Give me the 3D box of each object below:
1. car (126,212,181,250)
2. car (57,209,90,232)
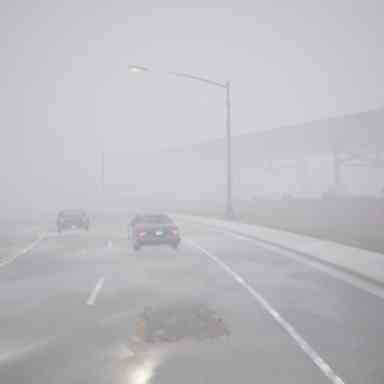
[{"bbox_3d":[-1.840,1.600,14.827,2.033,1.411,5.357,-1,0,-14],"label":"car"},{"bbox_3d":[-7.913,1.791,21.953,1.895,1.301,4.718,-1,0,-22],"label":"car"}]
